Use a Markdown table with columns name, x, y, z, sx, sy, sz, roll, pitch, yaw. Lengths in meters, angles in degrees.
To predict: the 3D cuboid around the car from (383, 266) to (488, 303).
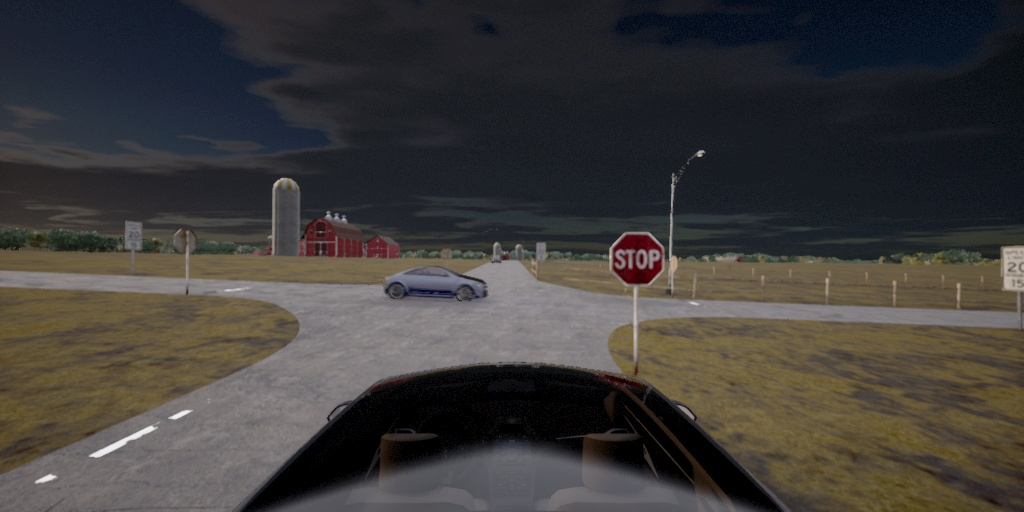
| name | x | y | z | sx | sy | sz | roll | pitch | yaw |
| --- | --- | --- | --- | --- | --- | --- | --- | --- | --- |
| car | -3.086 | 1.109 | 14.885 | 4.181 | 1.385 | 1.994 | 2 | -1 | 0 |
